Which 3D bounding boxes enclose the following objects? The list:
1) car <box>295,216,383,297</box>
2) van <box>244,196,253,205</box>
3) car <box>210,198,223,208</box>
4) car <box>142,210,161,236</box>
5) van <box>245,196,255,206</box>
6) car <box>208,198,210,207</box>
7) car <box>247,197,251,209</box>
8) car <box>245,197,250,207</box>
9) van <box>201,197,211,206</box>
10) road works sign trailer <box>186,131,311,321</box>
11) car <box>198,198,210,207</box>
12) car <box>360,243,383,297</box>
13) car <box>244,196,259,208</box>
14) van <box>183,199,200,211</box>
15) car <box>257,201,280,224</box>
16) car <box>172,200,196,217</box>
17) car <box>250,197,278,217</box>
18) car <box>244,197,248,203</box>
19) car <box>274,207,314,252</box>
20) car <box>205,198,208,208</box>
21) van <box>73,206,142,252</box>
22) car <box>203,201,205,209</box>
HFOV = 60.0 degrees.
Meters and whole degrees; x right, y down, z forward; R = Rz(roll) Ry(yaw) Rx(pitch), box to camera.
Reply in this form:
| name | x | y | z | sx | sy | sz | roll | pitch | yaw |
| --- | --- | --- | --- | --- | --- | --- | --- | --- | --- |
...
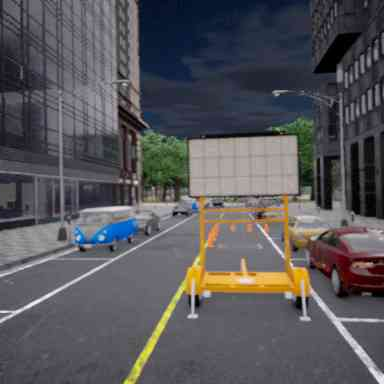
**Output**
| name | x | y | z | sx | sy | sz | roll | pitch | yaw |
| --- | --- | --- | --- | --- | --- | --- | --- | --- | --- |
| car | 4.063 | 1.531 | 8.319 | 1.887 | 1.381 | 4.507 | -1 | -1 | 7 |
| van | 11.472 | 1.716 | 67.672 | 1.690 | 1.788 | 3.998 | -1 | -1 | 7 |
| car | 4.540 | 2.042 | 58.593 | 1.895 | 1.301 | 4.718 | -1 | -1 | 7 |
| car | -3.046 | 1.802 | 20.166 | 2.008 | 1.369 | 4.403 | -1 | -1 | 7 |
| van | 10.798 | 1.679 | 62.276 | 1.690 | 1.788 | 3.998 | -1 | -1 | 7 |
| car | 1.650 | 2.023 | 57.766 | 1.752 | 1.417 | 4.829 | -1 | -1 | 7 |
| car | 8.127 | 1.719 | 40.861 | 1.752 | 1.417 | 4.829 | -1 | -1 | 7 |
| car | 8.781 | 1.773 | 46.088 | 1.887 | 1.381 | 4.507 | -1 | -1 | 7 |
| van | 3.015 | 1.914 | 68.727 | 1.690 | 1.788 | 3.998 | -1 | -1 | 7 |
| road works sign trailer | 1.139 | 0.506 | 7.385 | 2.380 | 3.560 | 2.880 | -1 | -1 | 7 |
| car | 2.343 | 1.976 | 63.330 | 1.967 | 1.590 | 4.097 | -1 | -1 | 7 |
| car | 3.389 | 1.497 | 2.924 | 1.887 | 1.381 | 4.507 | -1 | -1 | 7 |
| car | 10.123 | 1.616 | 56.881 | 2.192 | 1.841 | 5.009 | -1 | -1 | 7 |
| van | -0.355 | 1.731 | 41.749 | 1.690 | 1.788 | 3.998 | -1 | -1 | 7 |
| car | 6.106 | 1.614 | 24.674 | 1.752 | 1.417 | 4.829 | -1 | -1 | 7 |
| car | -1.024 | 1.921 | 36.352 | 1.947 | 1.339 | 4.313 | -1 | -1 | 7 |
| car | 6.754 | 1.437 | 29.903 | 2.192 | 1.841 | 5.009 | -1 | -1 | 7 |
| car | 9.452 | 1.705 | 51.484 | 1.967 | 1.590 | 4.097 | -1 | -1 | 7 |
| car | 4.758 | 1.546 | 13.883 | 1.752 | 1.417 | 4.829 | -1 | -1 | 7 |
| car | 0.998 | 2.028 | 52.538 | 1.947 | 1.339 | 4.313 | -1 | -1 | 7 |
| van | -3.725 | 1.558 | 14.772 | 1.690 | 1.788 | 3.998 | -1 | -1 | 7 |
| car | 0.302 | 1.950 | 46.975 | 1.752 | 1.417 | 4.829 | -1 | -1 | 7 |
